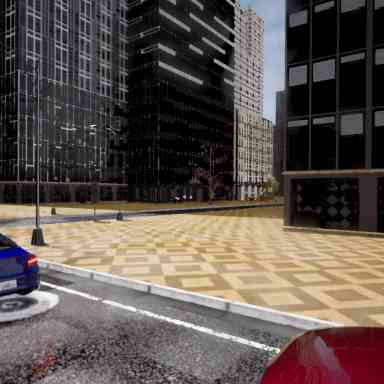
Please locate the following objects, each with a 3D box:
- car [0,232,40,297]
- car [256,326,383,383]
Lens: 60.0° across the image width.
[{"bbox_3d":[-5.196,1.523,7.390,4.674,1.442,1.812,0,0,36],"label":"car"},{"bbox_3d":[2.405,1.564,1.961,4.181,1.385,1.994,0,0,35],"label":"car"}]
